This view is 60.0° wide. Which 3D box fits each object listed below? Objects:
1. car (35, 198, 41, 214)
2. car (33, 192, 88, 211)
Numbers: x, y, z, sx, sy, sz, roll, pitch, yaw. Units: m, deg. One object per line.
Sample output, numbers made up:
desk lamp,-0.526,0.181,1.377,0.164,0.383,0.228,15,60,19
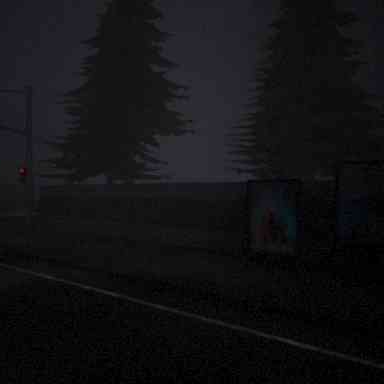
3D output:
car,-9.881,1.086,27.571,2.150,2.045,5.566,0,0,38
car,-15.054,1.049,38.400,2.150,2.045,5.566,0,0,35
